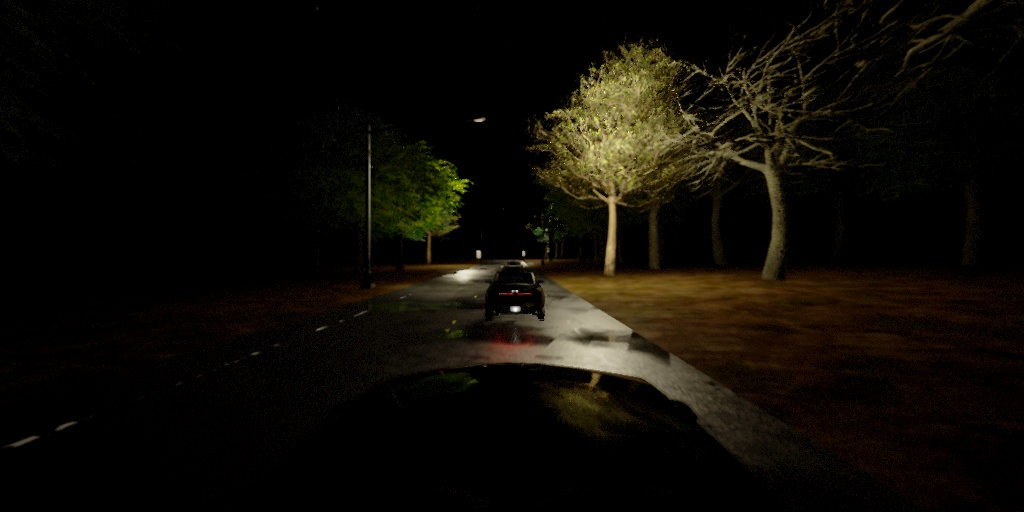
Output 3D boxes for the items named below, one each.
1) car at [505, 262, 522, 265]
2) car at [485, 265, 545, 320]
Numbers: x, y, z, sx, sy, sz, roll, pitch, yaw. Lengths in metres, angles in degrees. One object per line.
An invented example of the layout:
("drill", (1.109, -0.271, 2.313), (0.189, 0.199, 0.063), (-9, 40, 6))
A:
("car", (0.098, 1.233, 30.626), (1.837, 1.490, 4.892), (0, 0, 0))
("car", (0.099, 1.252, 12.594), (1.837, 1.490, 4.892), (0, 0, 0))
